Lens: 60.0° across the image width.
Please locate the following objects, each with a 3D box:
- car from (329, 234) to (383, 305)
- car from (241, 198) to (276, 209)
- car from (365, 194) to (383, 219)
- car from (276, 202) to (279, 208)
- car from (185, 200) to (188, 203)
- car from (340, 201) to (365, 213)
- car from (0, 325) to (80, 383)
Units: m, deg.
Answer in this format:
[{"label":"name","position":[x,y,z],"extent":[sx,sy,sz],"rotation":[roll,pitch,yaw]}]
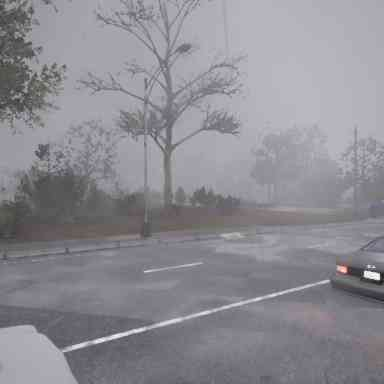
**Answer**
[{"label":"car","position":[5.302,1.545,7.402],"extent":[5.357,1.411,2.033],"rotation":[0,0,-34]},{"label":"car","position":[8.261,1.567,44.389],"extent":[2.033,1.411,5.357],"rotation":[0,0,-27]},{"label":"car","position":[15.808,1.214,26.039],"extent":[2.150,2.045,5.566],"rotation":[2,0,11]},{"label":"car","position":[10.368,1.629,47.909],"extent":[1.895,1.301,4.718],"rotation":[0,0,-27]},{"label":"car","position":[-1.427,1.709,65.274],"extent":[1.837,1.490,4.892],"rotation":[0,-1,-22]},{"label":"car","position":[17.839,1.590,34.242],"extent":[1.895,1.301,4.718],"rotation":[0,0,-30]},{"label":"car","position":[-2.942,1.601,1.609],"extent":[4.718,1.301,1.895],"rotation":[0,0,-36]}]
